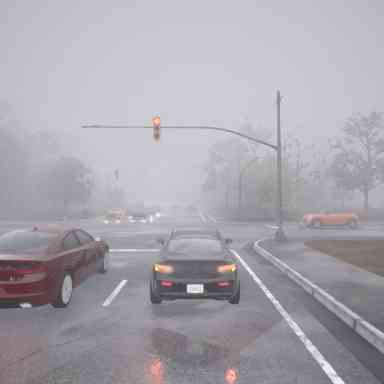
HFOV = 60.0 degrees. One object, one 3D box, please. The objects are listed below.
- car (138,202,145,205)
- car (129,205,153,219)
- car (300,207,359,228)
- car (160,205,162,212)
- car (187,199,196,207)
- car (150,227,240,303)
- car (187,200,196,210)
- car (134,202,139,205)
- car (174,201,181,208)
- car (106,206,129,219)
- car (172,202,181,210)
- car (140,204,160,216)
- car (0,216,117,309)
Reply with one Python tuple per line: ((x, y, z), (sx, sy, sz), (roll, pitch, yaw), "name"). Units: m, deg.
((-10.644, 3.037, 66.546), (2.150, 2.045, 5.566), (0, 0, 0), "car")
((-7.173, 3.034, 47.162), (1.882, 1.535, 5.008), (0, -2, 1), "car")
((11.757, 2.162, 28.653), (4.553, 1.767, 2.097), (0, -3, -2), "car")
((-7.141, 3.307, 67.076), (2.128, 1.511, 4.902), (0, 0, 0), "car")
((-0.253, 2.890, 87.001), (2.097, 1.767, 4.553), (0, 0, -4), "car")
((0.065, 1.606, 8.255), (1.812, 1.442, 4.674), (0, -1, 0), "car")
((-0.142, 3.301, 77.266), (1.994, 1.385, 4.181), (0, 0, 0), "car")
((-10.687, 3.103, 55.886), (2.097, 1.767, 4.553), (0, -1, 0), "car")
((-3.761, 3.223, 86.876), (1.812, 1.442, 4.674), (0, 0, -4), "car")
((-10.684, 3.030, 47.027), (1.882, 1.535, 5.008), (0, -2, 0), "car")
((-3.642, 3.353, 76.965), (1.895, 1.301, 4.718), (0, 0, 0), "car")
((-7.189, 3.253, 56.633), (2.128, 1.511, 4.902), (0, -1, 0), "car")
((-3.432, 1.556, 8.110), (1.882, 1.535, 5.008), (0, -1, 0), "car")
